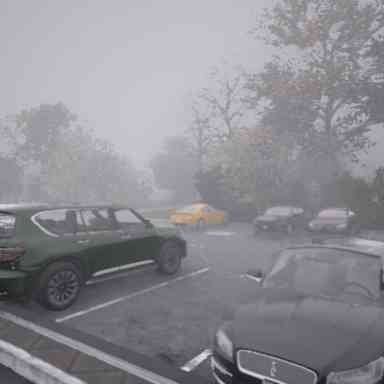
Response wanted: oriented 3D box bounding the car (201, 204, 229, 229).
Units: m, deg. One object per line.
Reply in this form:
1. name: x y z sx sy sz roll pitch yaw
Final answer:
1. car: 0.626 1.558 22.061 2.097 1.535 5.008 -1 0 36

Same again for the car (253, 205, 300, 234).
1. car: 5.163 1.510 18.833 2.097 1.535 5.008 -1 0 36

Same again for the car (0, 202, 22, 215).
1. car: -22.550 1.941 38.619 2.002 1.452 4.674 -1 0 36

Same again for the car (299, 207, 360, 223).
1. car: 7.430 1.532 17.212 2.002 1.452 4.674 0 0 36

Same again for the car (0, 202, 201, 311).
1. car: -2.429 1.258 8.211 2.435 2.045 5.566 0 0 36

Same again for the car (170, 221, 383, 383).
1. car: 2.121 1.475 4.937 2.231 1.521 4.892 0 0 35
